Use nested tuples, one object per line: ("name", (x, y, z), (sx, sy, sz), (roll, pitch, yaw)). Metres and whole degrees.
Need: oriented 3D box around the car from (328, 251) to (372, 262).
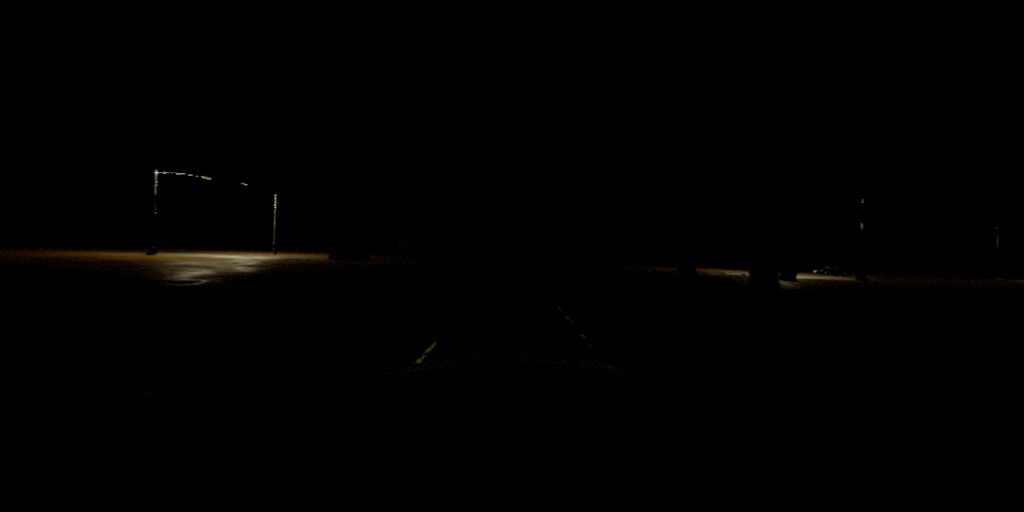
("car", (-21.727, 0.036, 48.161), (5.357, 1.411, 2.033), (2, 0, 1))
